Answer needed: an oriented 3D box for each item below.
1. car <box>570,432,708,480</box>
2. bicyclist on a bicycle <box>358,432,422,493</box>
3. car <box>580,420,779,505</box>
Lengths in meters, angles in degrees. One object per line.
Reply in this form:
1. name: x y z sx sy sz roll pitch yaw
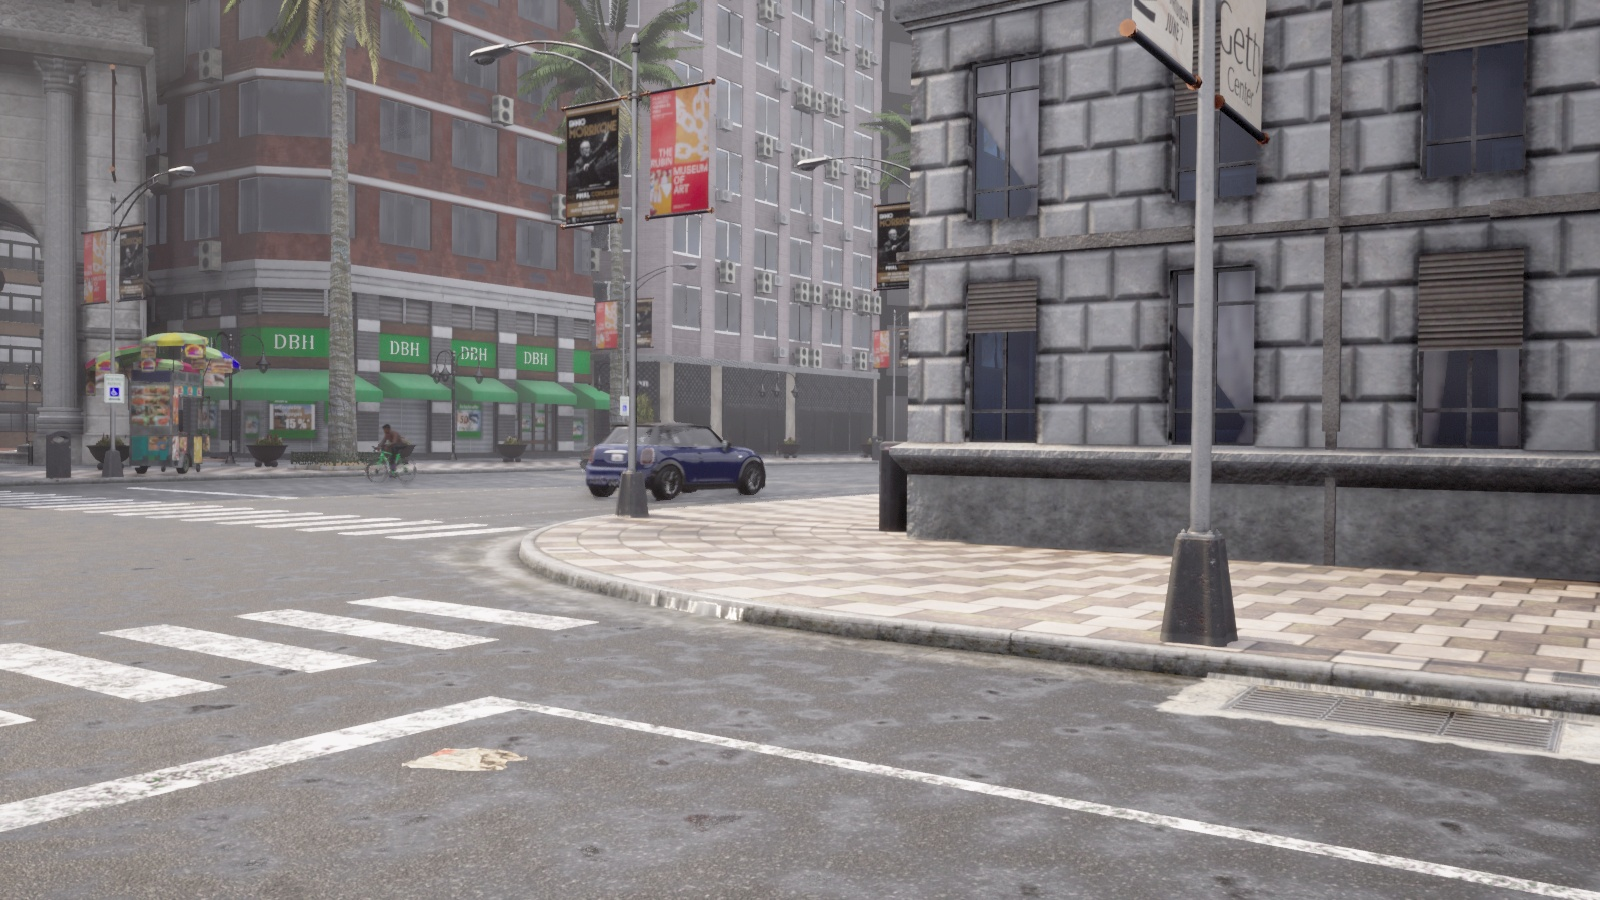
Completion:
1. car: -5.461 0.168 43.237 1.882 1.535 5.008 0 1 34
2. bicyclist on a bicycle: -11.294 0.314 34.630 0.582 1.620 1.656 0 1 34
3. car: -2.649 0.222 28.669 2.097 1.767 4.553 0 1 34
